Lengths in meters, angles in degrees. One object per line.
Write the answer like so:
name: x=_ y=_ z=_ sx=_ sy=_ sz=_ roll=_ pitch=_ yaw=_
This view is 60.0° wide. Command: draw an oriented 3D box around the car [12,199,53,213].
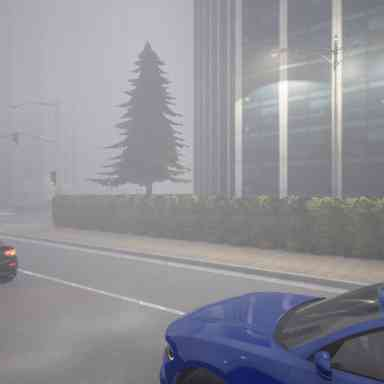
car: x=-17.175 y=1.547 z=37.424 sx=2.033 sy=1.411 sz=5.357 roll=0 pitch=0 yaw=36

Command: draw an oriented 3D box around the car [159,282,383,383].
car: x=1.974 y=1.478 z=2.585 sx=5.008 sy=1.535 sz=1.882 roll=0 pitch=0 yaw=36

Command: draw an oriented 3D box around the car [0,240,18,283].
car: x=-6.154 y=1.526 z=8.337 sx=4.674 sy=1.442 sz=1.812 roll=0 pitch=0 yaw=36
